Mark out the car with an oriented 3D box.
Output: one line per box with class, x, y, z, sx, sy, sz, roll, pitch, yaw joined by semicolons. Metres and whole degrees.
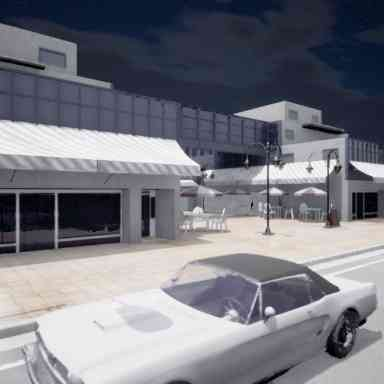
car;0.457;1.601;4.391;4.718;1.301;1.895;0;0;-38
